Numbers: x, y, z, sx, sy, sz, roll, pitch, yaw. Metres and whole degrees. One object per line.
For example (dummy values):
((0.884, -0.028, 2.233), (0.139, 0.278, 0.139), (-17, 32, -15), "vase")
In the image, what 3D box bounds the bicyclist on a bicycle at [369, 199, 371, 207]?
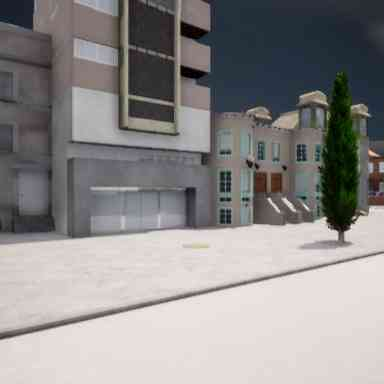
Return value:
((24.795, 1.324, 46.971), (1.656, 1.620, 0.582), (0, 0, -36), "bicyclist on a bicycle")
